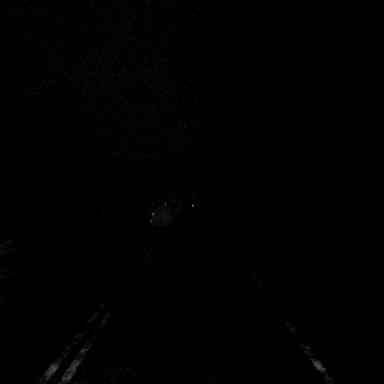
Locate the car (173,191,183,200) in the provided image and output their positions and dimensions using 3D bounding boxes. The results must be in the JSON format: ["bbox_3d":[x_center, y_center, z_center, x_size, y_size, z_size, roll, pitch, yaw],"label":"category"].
[{"bbox_3d":[-3.238,0.869,77.567,2.150,2.045,5.566,0,0,0],"label":"car"}]

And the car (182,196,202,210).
[{"bbox_3d":[0.092,1.279,39.473,1.837,1.490,4.892,0,0,0],"label":"car"}]

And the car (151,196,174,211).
[{"bbox_3d":[-3.354,1.392,36.588,1.895,1.301,4.718,0,0,0],"label":"car"}]
